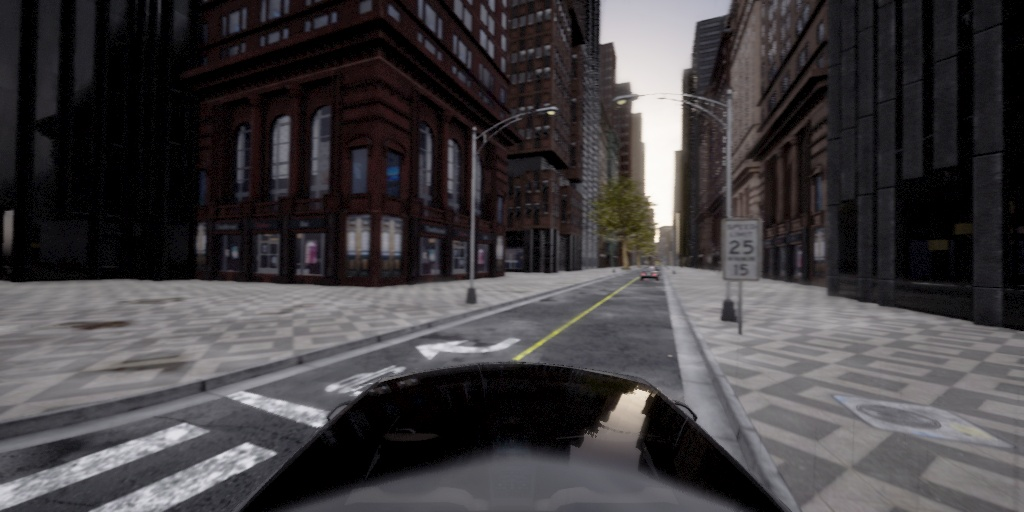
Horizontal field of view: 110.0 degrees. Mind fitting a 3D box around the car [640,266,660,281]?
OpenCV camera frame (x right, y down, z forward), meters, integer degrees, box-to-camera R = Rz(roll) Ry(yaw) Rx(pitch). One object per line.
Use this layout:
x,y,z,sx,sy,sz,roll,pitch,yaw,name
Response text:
15.124,1.983,39.360,2.033,1.411,5.357,1,-1,23,car
